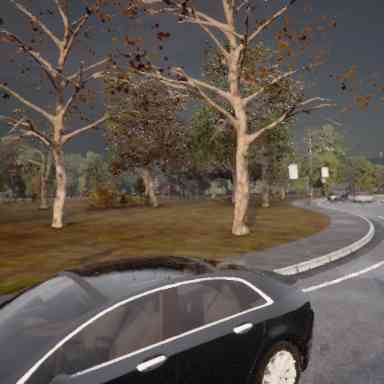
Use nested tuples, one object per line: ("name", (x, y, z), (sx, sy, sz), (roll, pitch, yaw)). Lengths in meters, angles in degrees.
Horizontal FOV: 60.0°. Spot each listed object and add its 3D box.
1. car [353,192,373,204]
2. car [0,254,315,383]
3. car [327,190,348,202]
("car", (20.208, 0.657, 39.485), (1.895, 1.301, 4.718), (-1, 1, 24))
("car", (-0.776, 1.494, 3.233), (4.892, 1.490, 1.837), (-1, 1, -36))
("car", (19.512, 0.470, 44.572), (2.128, 1.511, 4.902), (-1, 1, 36))
